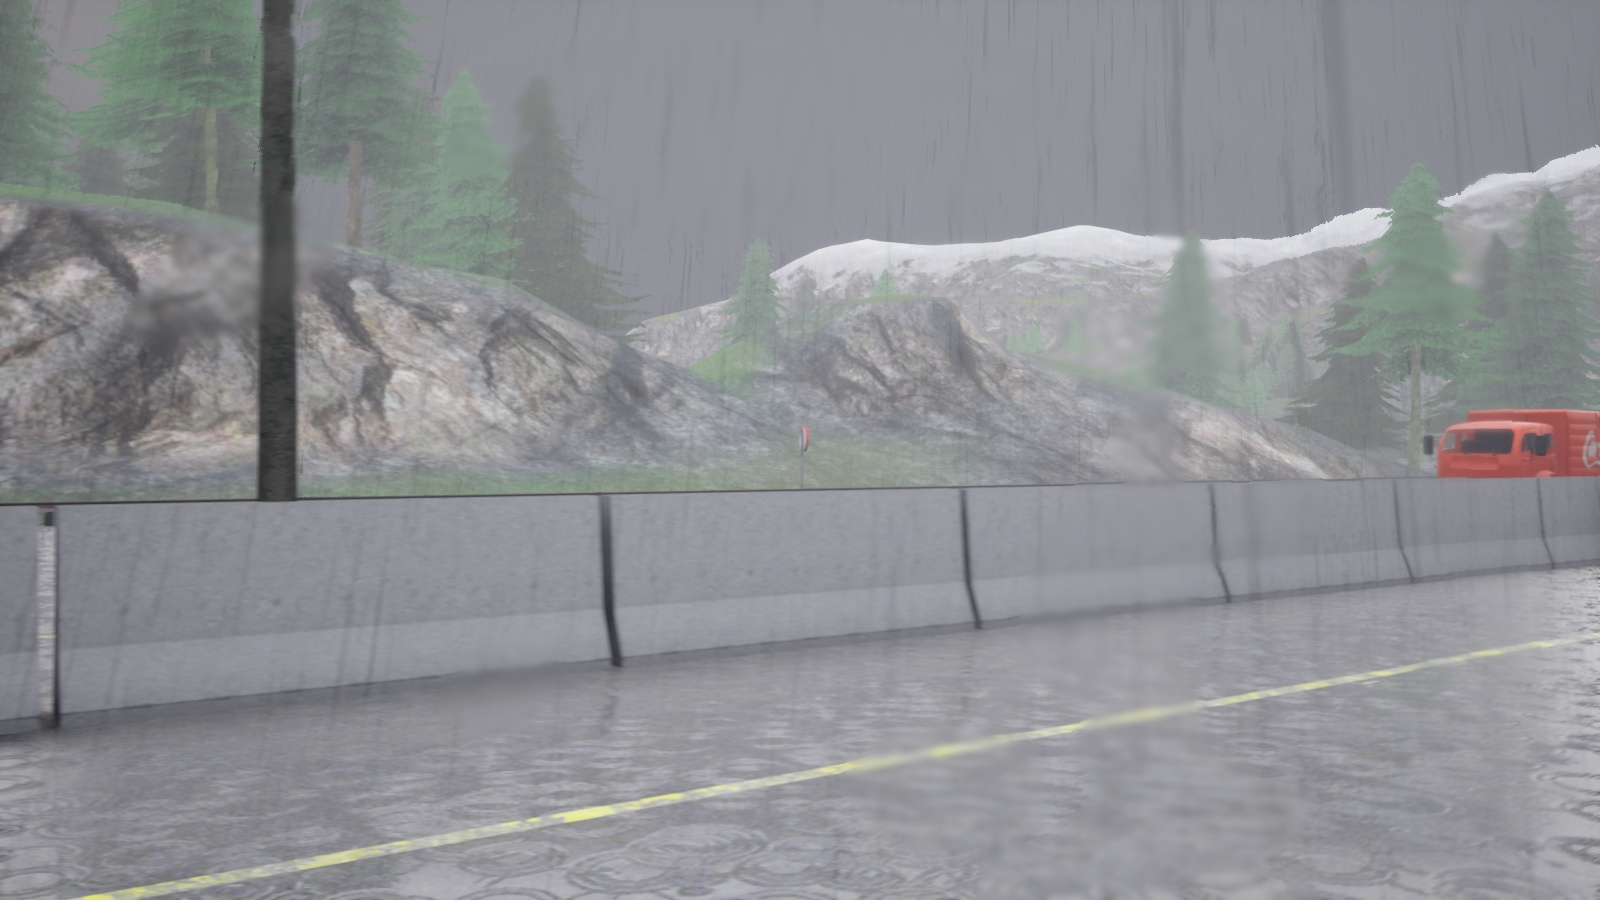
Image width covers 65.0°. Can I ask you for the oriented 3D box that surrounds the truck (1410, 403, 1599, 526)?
[{"bbox_3d":[16.143,0.293,27.690,5.204,2.467,2.627,0,0,-35],"label":"truck"}]
